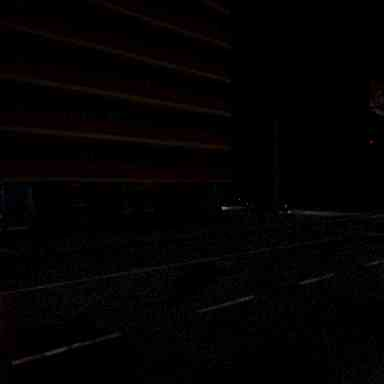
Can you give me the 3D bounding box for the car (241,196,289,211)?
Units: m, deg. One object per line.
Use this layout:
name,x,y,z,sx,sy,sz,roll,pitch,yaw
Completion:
car,8.032,1.171,35.546,2.128,1.511,4.902,-1,0,-36

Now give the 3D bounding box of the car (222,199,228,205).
car,2.200,1.244,43.594,1.994,1.385,4.181,-1,0,-36

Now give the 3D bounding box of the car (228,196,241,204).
car,7.087,1.196,49.102,1.895,1.301,4.718,-1,0,-36
